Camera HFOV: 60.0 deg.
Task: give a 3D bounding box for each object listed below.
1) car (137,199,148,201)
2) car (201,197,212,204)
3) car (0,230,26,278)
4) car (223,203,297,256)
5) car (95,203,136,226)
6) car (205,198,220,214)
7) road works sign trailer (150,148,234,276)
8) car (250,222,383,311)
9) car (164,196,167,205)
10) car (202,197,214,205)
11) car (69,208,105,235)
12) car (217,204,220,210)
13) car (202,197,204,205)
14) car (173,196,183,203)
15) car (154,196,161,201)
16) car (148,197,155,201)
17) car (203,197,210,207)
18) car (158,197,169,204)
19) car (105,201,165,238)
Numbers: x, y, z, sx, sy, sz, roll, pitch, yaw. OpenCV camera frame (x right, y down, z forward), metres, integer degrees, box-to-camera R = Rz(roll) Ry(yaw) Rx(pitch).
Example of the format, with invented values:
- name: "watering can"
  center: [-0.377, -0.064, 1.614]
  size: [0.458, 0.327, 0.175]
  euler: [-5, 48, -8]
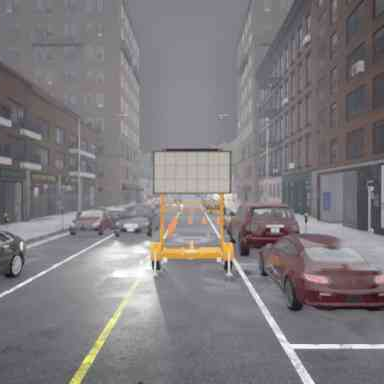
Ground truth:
- name: "car"
  center: [-5.378, 1.534, 29.515]
  size: [1.887, 1.381, 4.507]
  euler: [0, 0, 0]
- name: "car"
  center: [2.659, 1.561, 62.626]
  size: [1.947, 1.339, 4.313]
  euler: [0, 0, 0]
- name: "car"
  center: [-5.386, 1.548, 7.439]
  size: [2.008, 1.369, 4.403]
  euler: [0, 0, 0]
- name: "car"
  center: [2.642, 1.310, 12.962]
  size: [2.192, 1.841, 5.009]
  euler: [0, 0, 0]
- name: "car"
  center: [-5.380, 1.542, 23.996]
  size: [2.008, 1.369, 4.403]
  euler: [0, 0, 0]
- name: "car"
  center: [2.649, 1.570, 35.035]
  size: [1.802, 1.307, 4.206]
  euler: [0, 0, 0]
- name: "road works sign trailer"
  center: [0.003, 0.460, 10.330]
  size: [2.380, 3.560, 2.880]
  euler: [0, 0, 0]
- name: "car"
  center: [2.639, 1.579, 7.444]
  size: [1.802, 1.307, 4.206]
  euler: [0, 0, 0]
- name: "car"
  center: [-5.370, 1.516, 51.420]
  size: [1.752, 1.417, 4.829]
  euler: [0, 0, 0]
- name: "car"
  center: [2.657, 1.575, 57.108]
  size: [1.802, 1.307, 4.206]
  euler: [0, 0, 0]
- name: "car"
  center: [-5.382, 1.575, 18.477]
  size: [1.802, 1.307, 4.206]
  euler: [0, 0, 0]
- name: "car"
  center: [2.639, 1.518, 18.648]
  size: [1.752, 1.417, 4.829]
  euler: [0, 0, 0]
- name: "car"
  center: [2.653, 1.514, 46.242]
  size: [1.752, 1.417, 4.829]
  euler: [0, 0, 0]
- name: "car"
  center: [-2.733, 1.508, 66.164]
  size: [1.837, 1.490, 4.892]
  euler: [0, 0, 0]
- name: "car"
  center: [-5.374, 1.538, 40.552]
  size: [2.008, 1.369, 4.403]
  euler: [0, 0, 0]
- name: "car"
  center: [-5.376, 1.554, 35.034]
  size: [1.947, 1.339, 4.313]
  euler: [0, 0, 0]
- name: "car"
  center: [2.651, 1.569, 40.553]
  size: [1.802, 1.307, 4.206]
  euler: [0, 0, 0]
- name: "car"
  center: [-5.366, 1.577, 62.628]
  size: [1.802, 1.307, 4.206]
  euler: [0, 0, 0]
- name: "car"
  center: [-2.843, 1.485, 17.873]
  size: [2.128, 1.511, 4.902]
  euler: [0, 0, 0]
